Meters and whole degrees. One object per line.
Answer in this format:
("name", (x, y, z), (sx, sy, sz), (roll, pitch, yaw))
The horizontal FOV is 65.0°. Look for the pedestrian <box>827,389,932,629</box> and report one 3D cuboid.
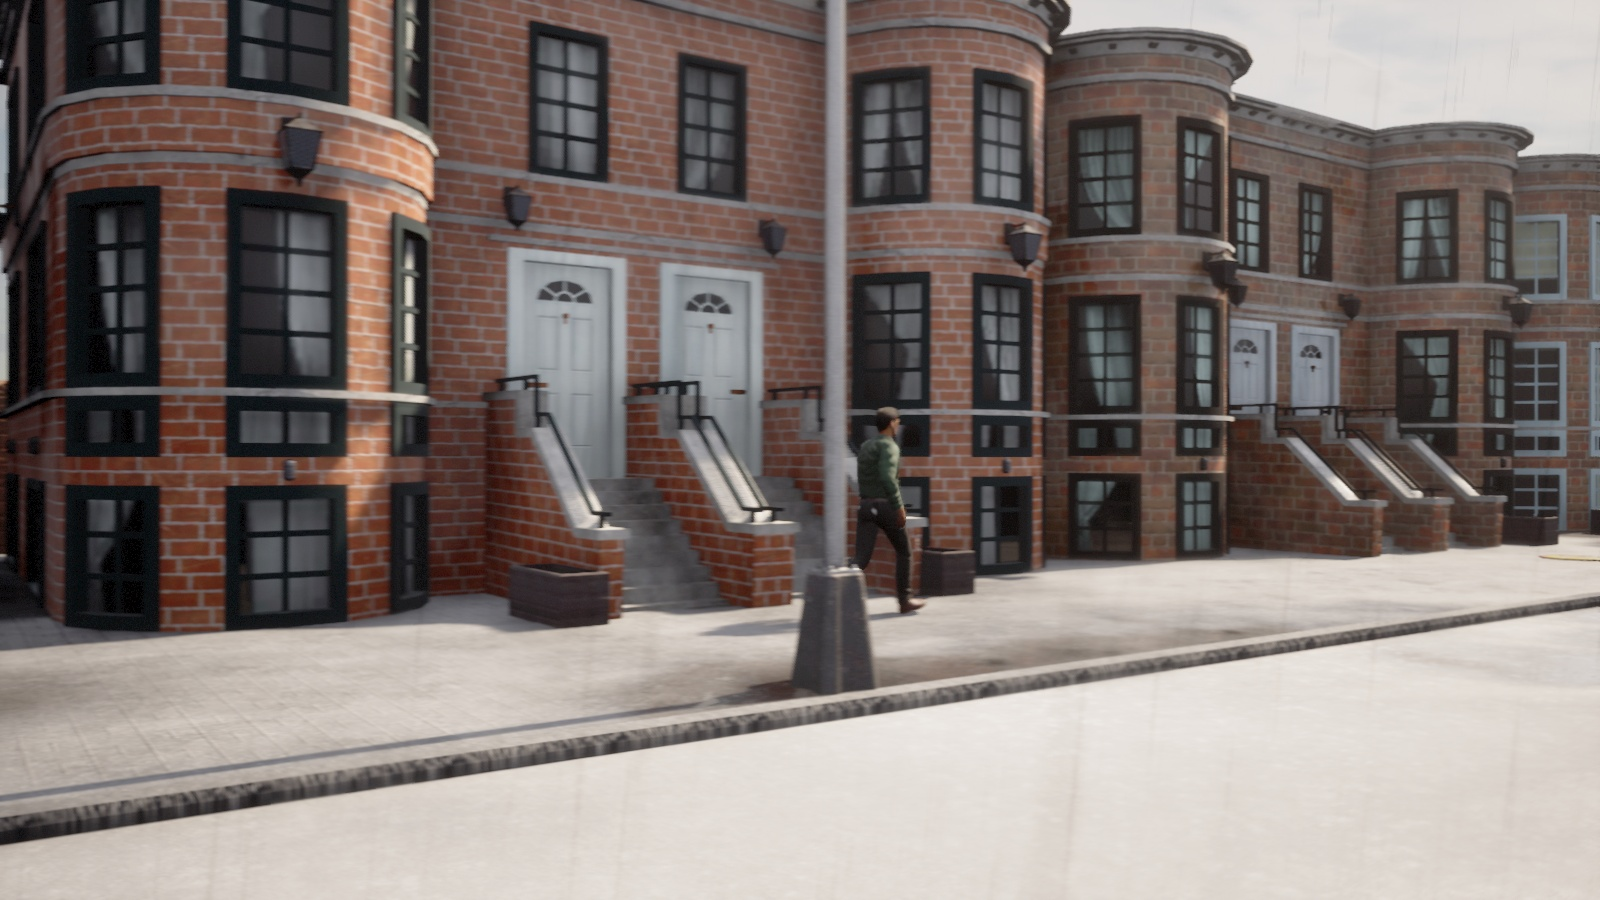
("pedestrian", (0.676, 0.479, 10.596), (0.788, 1.949, 0.423), (0, 0, -35))
